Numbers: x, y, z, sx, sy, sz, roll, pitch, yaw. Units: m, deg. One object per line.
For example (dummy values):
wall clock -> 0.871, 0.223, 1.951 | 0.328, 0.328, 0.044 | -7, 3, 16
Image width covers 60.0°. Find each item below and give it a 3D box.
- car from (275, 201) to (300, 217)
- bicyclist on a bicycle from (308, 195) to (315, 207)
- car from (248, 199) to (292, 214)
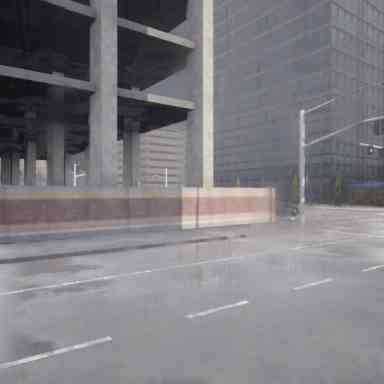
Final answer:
car -> 8.133, 1.564, 31.533 | 1.994, 1.385, 4.181 | 0, 0, -36
bicyclist on a bicycle -> 16.610, 1.301, 46.220 | 1.656, 1.620, 0.582 | 0, 0, -36
car -> 8.542, 1.526, 36.933 | 1.812, 1.442, 4.674 | 0, 0, -36
